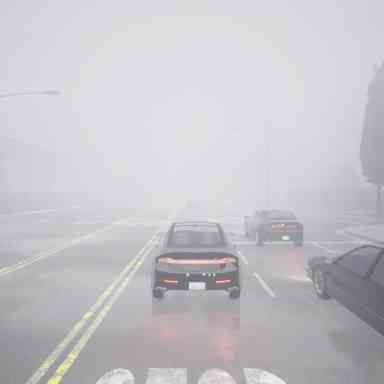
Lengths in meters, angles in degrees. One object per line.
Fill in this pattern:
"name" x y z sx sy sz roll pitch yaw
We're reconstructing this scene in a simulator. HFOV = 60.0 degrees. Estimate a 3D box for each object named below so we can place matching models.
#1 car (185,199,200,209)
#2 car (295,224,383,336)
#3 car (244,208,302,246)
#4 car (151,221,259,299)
"car" 0.038 1.601 44.143 1.895 1.301 4.718 0 0 0
"car" 3.593 1.547 5.410 2.033 1.411 5.357 0 0 0
"car" 3.579 1.505 15.157 1.837 1.490 4.892 0 0 0
"car" 0.089 1.492 8.459 2.128 1.511 4.902 0 0 0
